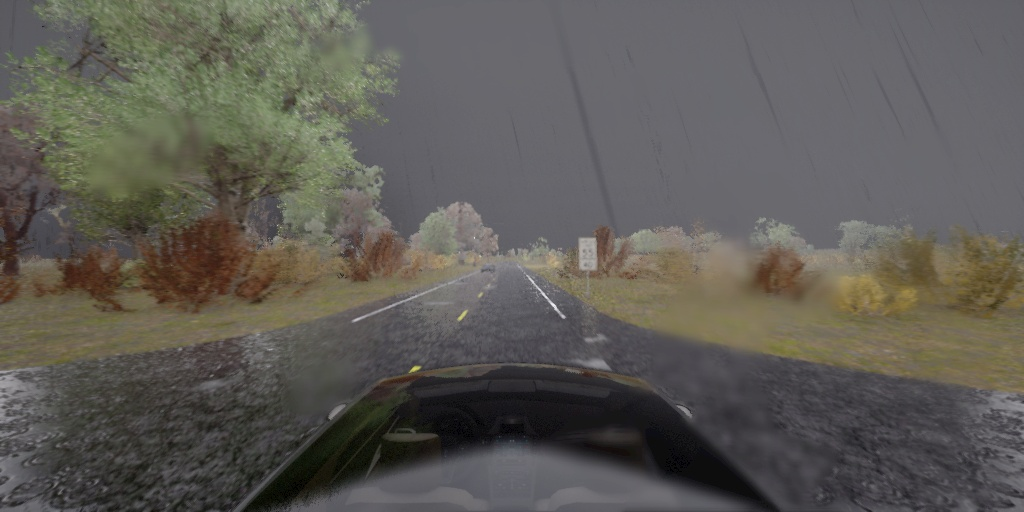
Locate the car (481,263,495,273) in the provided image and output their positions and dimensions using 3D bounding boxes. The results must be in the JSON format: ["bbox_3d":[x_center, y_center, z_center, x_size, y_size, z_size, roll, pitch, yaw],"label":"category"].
[{"bbox_3d":[-3.516,1.732,53.618,1.994,1.385,4.181,-1,0,0],"label":"car"}]
